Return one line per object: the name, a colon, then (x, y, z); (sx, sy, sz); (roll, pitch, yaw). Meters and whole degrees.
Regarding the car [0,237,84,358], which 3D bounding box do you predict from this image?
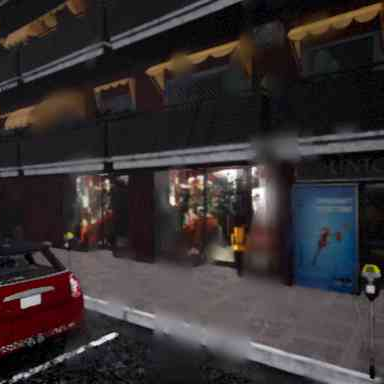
car: (-3.699, 1.475, 5.514); (4.097, 1.590, 1.967); (0, 0, 35)
